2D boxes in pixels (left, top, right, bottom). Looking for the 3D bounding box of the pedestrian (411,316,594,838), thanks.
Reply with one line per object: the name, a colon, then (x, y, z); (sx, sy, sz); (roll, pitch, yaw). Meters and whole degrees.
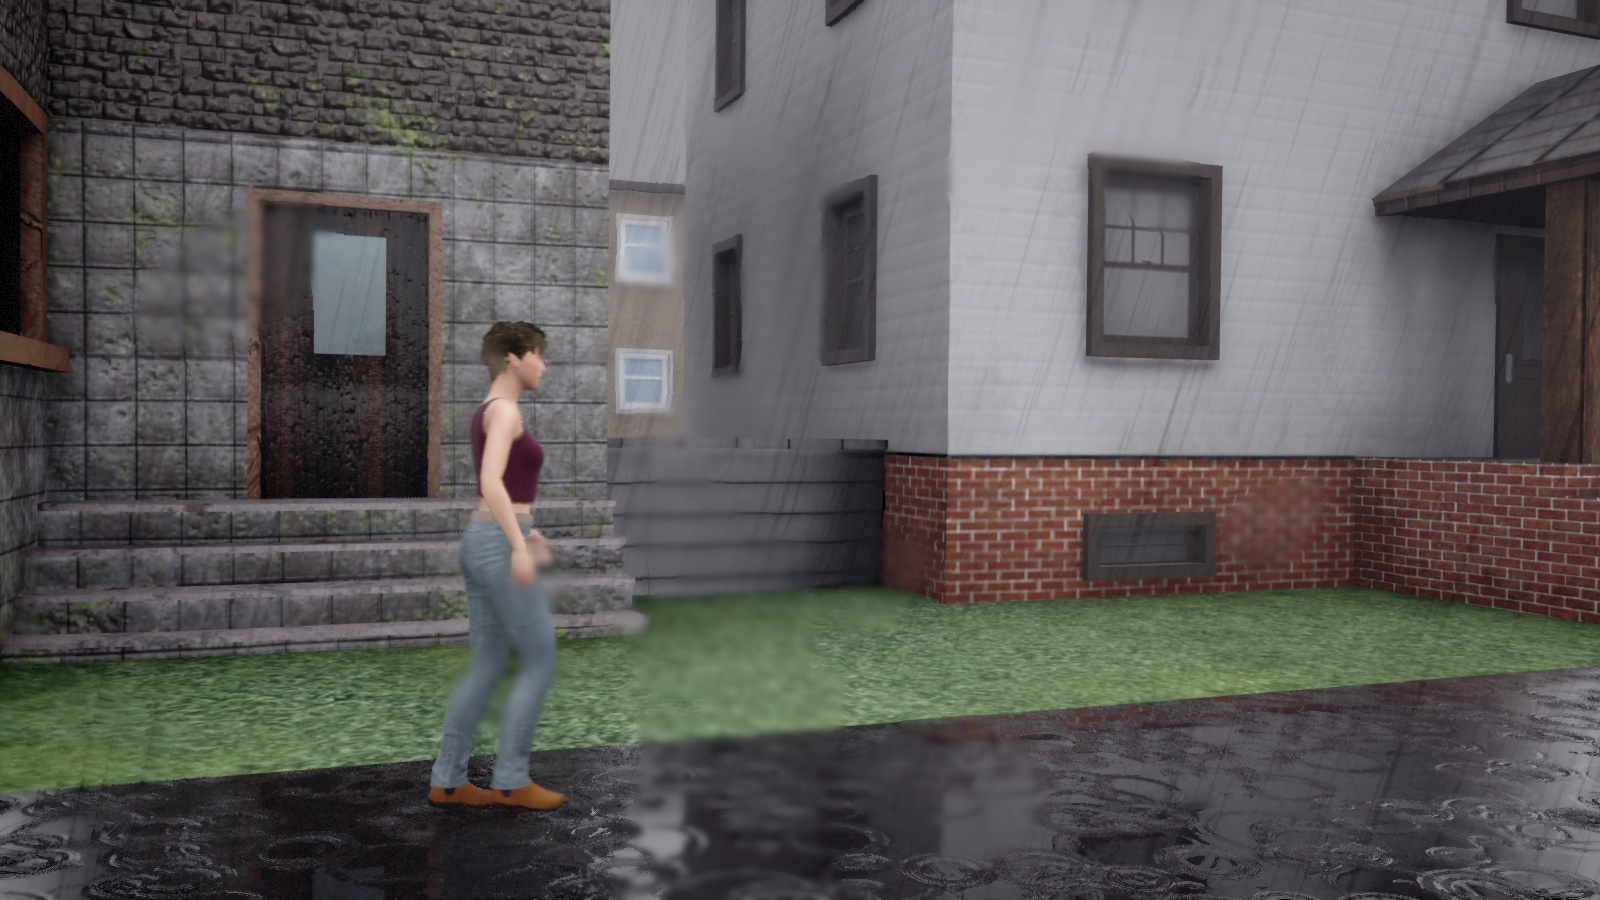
pedestrian: (-1.112, 0.444, 4.678); (0.594, 1.836, 0.345); (-1, 1, -22)
